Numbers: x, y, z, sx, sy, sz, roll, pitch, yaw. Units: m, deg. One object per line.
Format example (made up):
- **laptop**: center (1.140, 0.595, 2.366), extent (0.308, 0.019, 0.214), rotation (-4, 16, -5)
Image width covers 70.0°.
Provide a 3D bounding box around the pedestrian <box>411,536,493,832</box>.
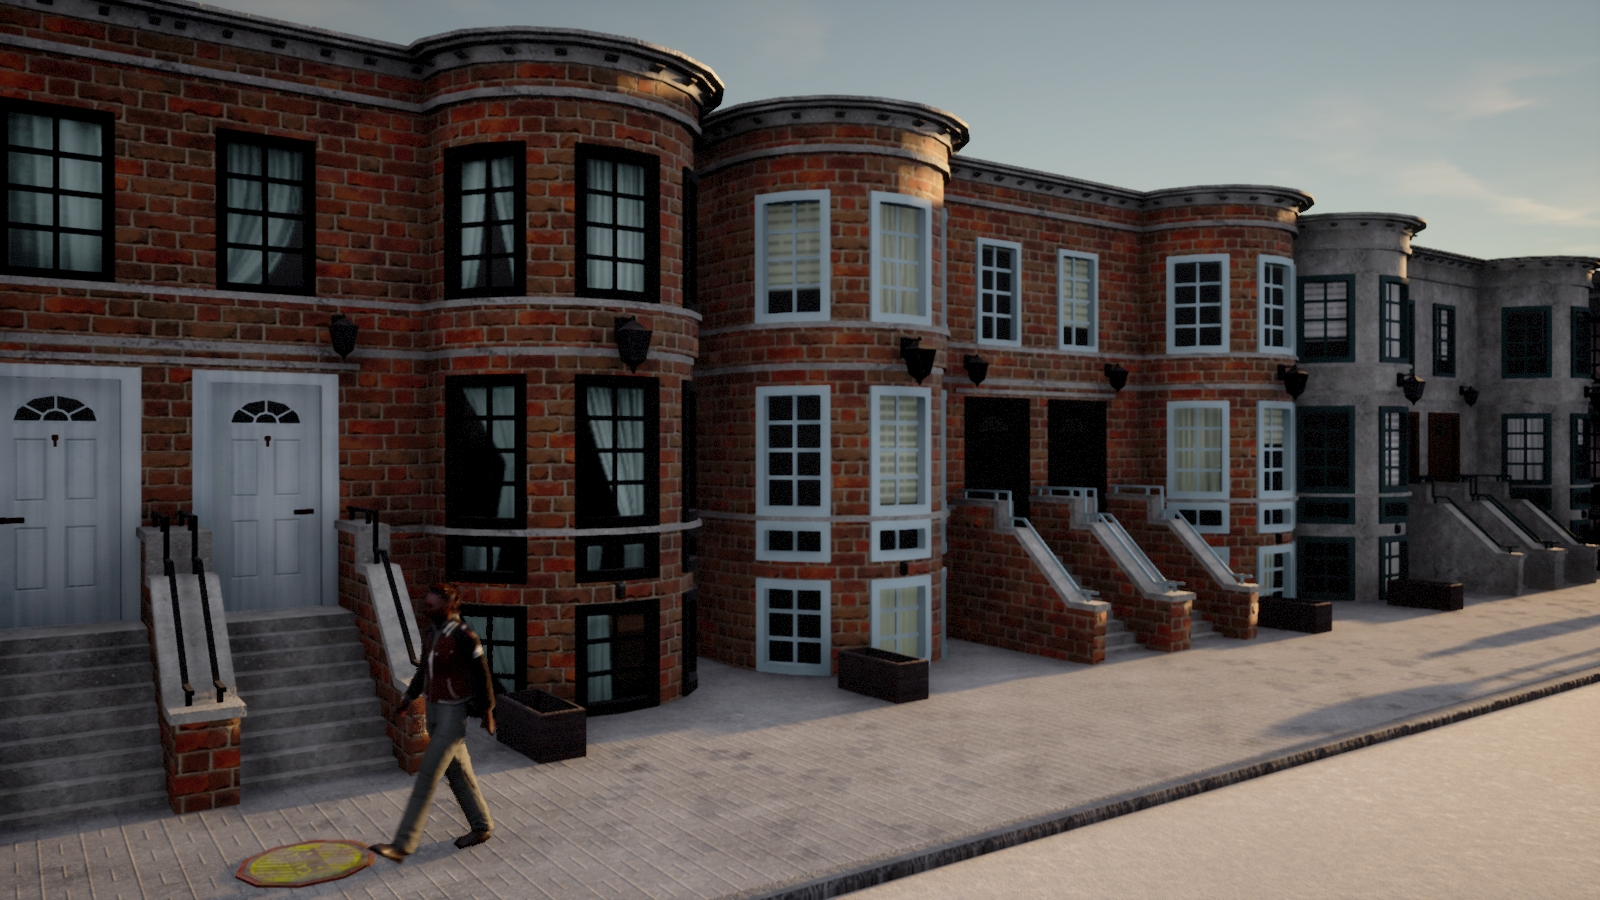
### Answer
- **pedestrian**: center (-2.312, 1.518, 7.593), extent (0.375, 1.860, 0.375), rotation (0, 0, 41)
